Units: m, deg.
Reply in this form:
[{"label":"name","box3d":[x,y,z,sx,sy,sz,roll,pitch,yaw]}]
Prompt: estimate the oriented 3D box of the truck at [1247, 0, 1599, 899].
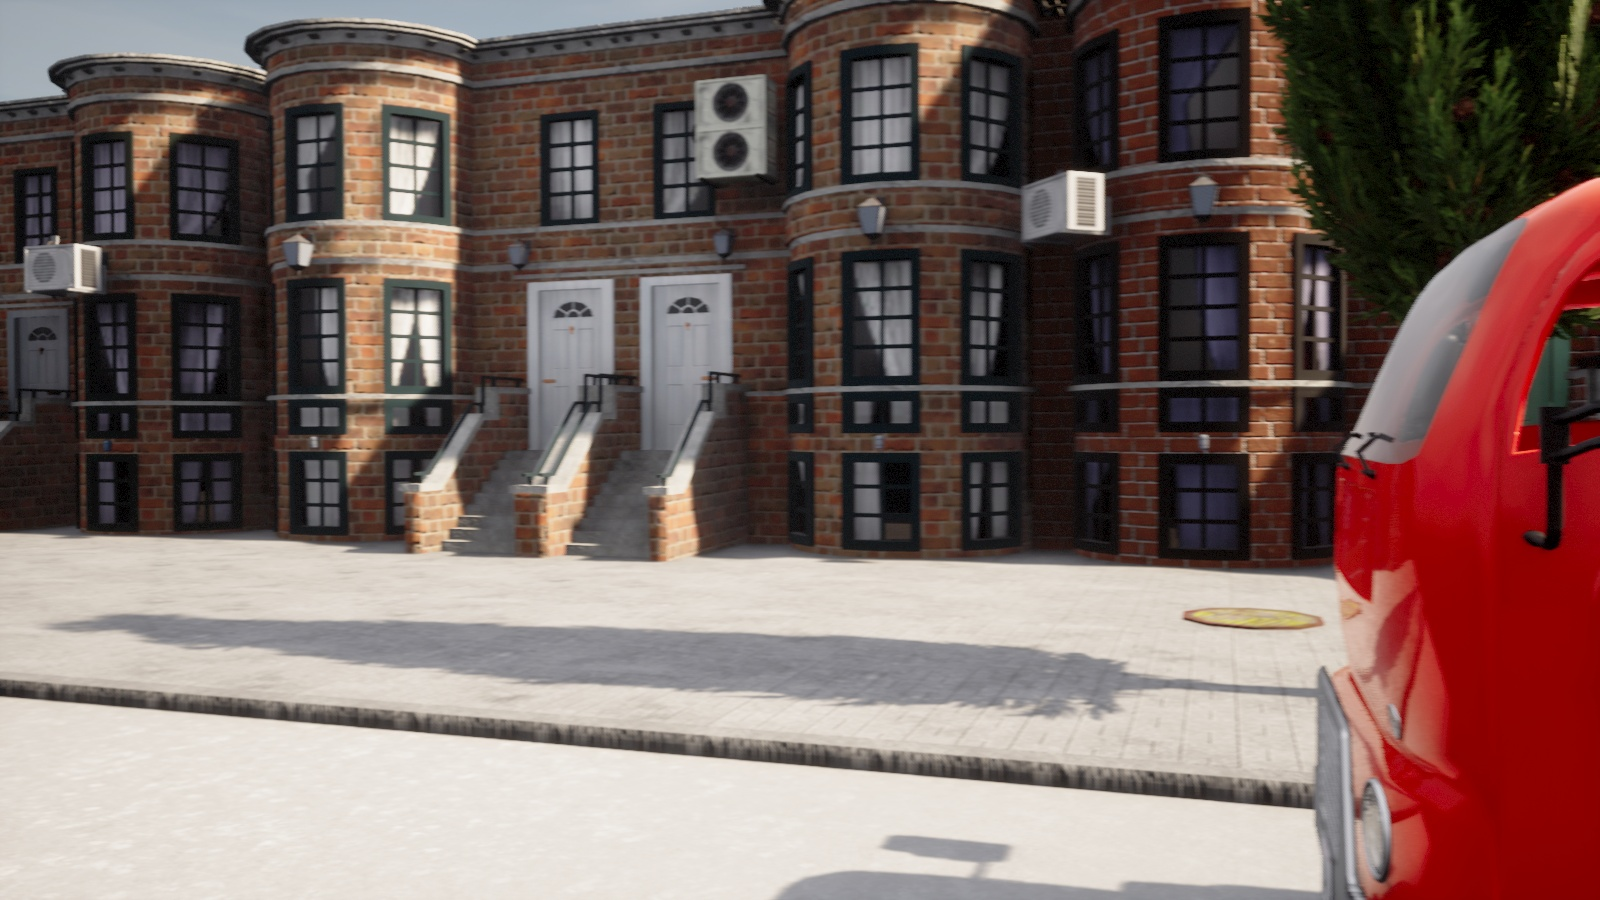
[{"label":"truck","box3d":[3.678,0.314,2.475,5.204,2.467,2.627,1,1,19]}]
